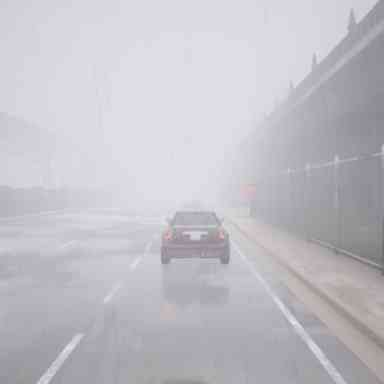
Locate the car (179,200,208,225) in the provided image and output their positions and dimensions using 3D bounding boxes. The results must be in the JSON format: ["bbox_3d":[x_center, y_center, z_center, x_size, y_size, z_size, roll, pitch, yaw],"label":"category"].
[{"bbox_3d":[0.103,1.408,24.382,1.882,1.535,5.008,0,0,0],"label":"car"}]

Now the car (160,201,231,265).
[{"bbox_3d":[0.101,1.317,11.744,2.097,1.767,4.553,0,0,0],"label":"car"}]
